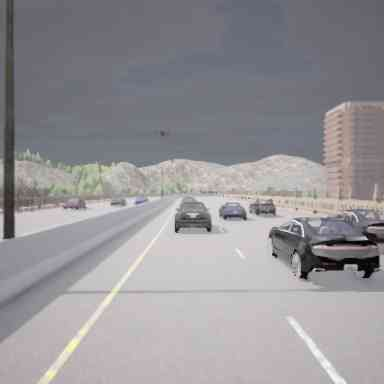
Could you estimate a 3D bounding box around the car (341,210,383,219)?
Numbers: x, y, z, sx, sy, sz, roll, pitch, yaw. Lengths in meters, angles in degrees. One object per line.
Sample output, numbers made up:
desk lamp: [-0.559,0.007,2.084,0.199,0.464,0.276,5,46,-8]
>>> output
car: [7.088,1.492,14.192,2.128,1.511,4.902,0,0,0]

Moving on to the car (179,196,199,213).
car: [-0.391,1.354,38.280,2.097,1.767,4.553,0,0,-2]

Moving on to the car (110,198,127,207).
car: [-11.444,1.567,52.217,1.994,1.385,4.181,0,0,-1]

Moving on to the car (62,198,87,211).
car: [-14.676,1.528,41.739,1.812,1.442,4.674,0,0,-2]

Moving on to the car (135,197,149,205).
car: [-7.972,1.480,53.255,1.882,1.535,5.008,0,0,-1]

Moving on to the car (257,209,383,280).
car: [3.599,1.492,9.966,2.128,1.511,4.902,0,0,0]

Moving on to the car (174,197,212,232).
car: [0.032,1.353,20.312,2.097,1.767,4.553,0,0,-1]

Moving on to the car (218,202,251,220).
car: [3.376,1.565,28.323,1.994,1.385,4.181,0,0,-1]

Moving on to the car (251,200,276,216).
car: [6.772,1.493,32.440,2.128,1.511,4.902,0,0,-1]
